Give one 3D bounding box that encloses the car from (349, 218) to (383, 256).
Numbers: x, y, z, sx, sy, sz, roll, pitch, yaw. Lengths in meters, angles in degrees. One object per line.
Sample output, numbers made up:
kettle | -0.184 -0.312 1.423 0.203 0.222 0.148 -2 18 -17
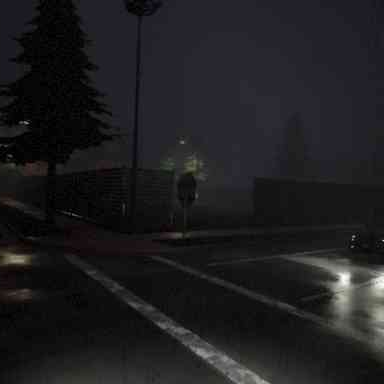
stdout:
car | 8.361 1.762 13.451 5.008 1.535 1.882 2 0 -34
